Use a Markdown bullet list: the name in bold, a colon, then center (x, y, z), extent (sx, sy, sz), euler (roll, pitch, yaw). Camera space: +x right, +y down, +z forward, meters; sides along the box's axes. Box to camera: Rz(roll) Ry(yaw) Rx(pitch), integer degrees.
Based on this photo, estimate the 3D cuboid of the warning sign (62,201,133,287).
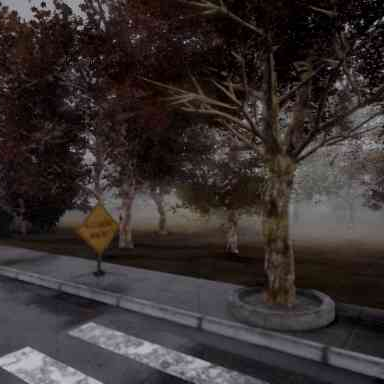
- **warning sign**: center (-2.315, 1.182, 8.240), extent (1.060, 1.860, 1.300), euler (-1, 0, 36)
